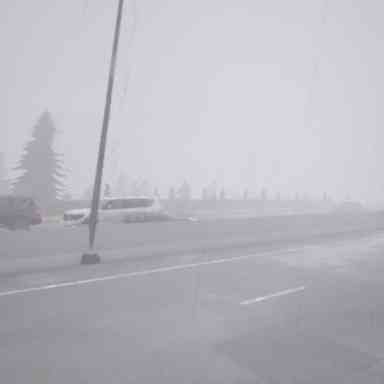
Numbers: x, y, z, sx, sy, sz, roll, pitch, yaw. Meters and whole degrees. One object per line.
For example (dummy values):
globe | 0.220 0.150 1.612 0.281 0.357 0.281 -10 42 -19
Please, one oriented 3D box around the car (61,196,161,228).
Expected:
car | -4.163 1.248 18.218 5.566 2.045 2.150 0 0 -35

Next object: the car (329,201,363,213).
car | 17.696 1.767 38.107 4.892 1.490 1.837 3 -2 -35

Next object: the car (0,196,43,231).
car | -10.979 1.226 17.658 5.566 2.045 2.150 0 0 -36

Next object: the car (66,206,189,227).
car | -2.564 1.573 15.062 5.357 1.411 2.033 0 0 -36
